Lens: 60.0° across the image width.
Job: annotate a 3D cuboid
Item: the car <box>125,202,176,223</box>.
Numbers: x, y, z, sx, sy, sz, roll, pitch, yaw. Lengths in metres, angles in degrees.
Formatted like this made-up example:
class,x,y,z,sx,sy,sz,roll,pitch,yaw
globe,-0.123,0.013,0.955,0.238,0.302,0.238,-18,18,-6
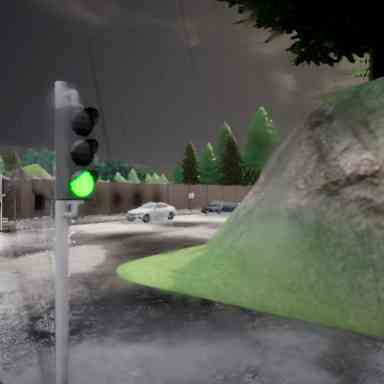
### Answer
class,x,y,z,sx,sy,sz,roll,pitch,yaw
car,-3.135,1.549,26.177,1.812,1.442,4.674,0,0,35

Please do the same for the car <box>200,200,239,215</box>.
class,x,y,z,sx,sy,sz,roll,pitch,yaw
car,3.031,1.571,34.821,2.033,1.411,5.357,0,0,35
